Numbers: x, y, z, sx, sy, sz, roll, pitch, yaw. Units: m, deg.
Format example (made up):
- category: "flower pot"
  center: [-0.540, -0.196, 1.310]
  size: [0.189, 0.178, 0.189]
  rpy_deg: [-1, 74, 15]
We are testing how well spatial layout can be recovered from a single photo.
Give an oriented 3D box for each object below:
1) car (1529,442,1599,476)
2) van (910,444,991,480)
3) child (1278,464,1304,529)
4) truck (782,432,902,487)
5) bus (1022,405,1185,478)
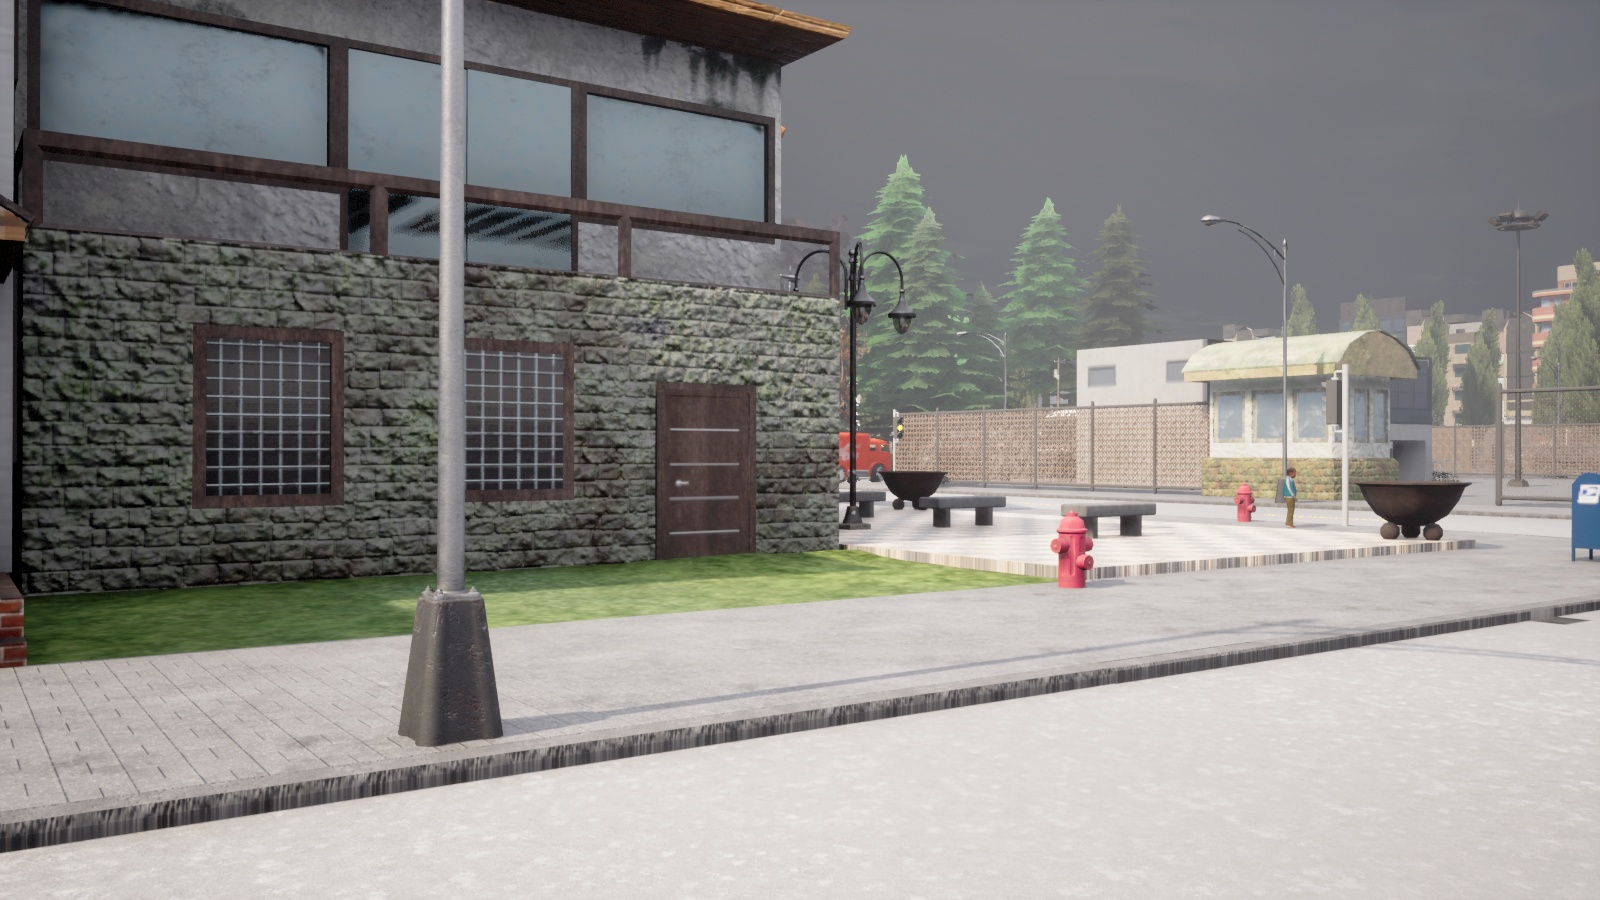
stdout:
- category: "car"
  center: [47.537, 0.549, 76.000]
  size: [2.150, 2.045, 5.566]
  rpy_deg: [0, 0, -34]
- category: "van"
  center: [8.448, 0.651, 70.230]
  size: [4.442, 1.987, 1.775]
  rpy_deg: [0, 0, -35]
- category: "child"
  center: [9.239, 0.870, 23.637]
  size: [0.448, 1.192, 0.343]
  rpy_deg: [0, 0, 22]
- category: "truck"
  center: [2.035, 0.399, 59.687]
  size: [5.204, 2.467, 2.627]
  rpy_deg: [0, 1, -39]
- category: "bus"
  center: [18.819, -0.482, 77.448]
  size: [10.273, 4.253, 3.944]
  rpy_deg: [0, 0, -35]
